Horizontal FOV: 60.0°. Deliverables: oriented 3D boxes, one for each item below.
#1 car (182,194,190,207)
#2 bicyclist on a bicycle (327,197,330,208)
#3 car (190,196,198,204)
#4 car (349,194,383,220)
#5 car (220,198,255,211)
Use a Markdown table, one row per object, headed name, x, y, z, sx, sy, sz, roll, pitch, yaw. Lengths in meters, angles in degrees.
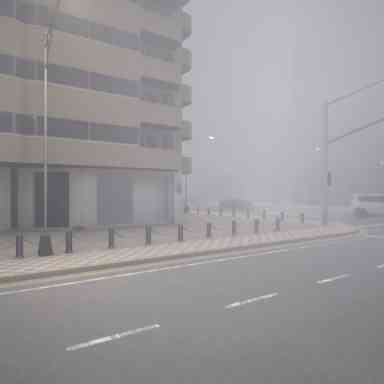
| name | x | y | z | sx | sy | sz | roll | pitch | yaw |
| --- | --- | --- | --- | --- | --- | --- | --- | --- | --- |
| car | -2.817 | 1.423 | 51.109 | 1.882 | 1.535 | 5.008 | 0 | 1 | -35 |
| bicyclist on a bicycle | 17.369 | 1.245 | 43.071 | 1.656 | 1.620 | 0.582 | 0 | 0 | -35 |
| car | -0.734 | 1.449 | 60.600 | 1.837 | 1.490 | 4.892 | 0 | 0 | -34 |
| car | 15.118 | 1.177 | 25.749 | 2.150 | 2.045 | 5.566 | 0 | 0 | -36 |
| car | 5.335 | 1.436 | 39.376 | 2.128 | 1.511 | 4.902 | 0 | 0 | -35 |
